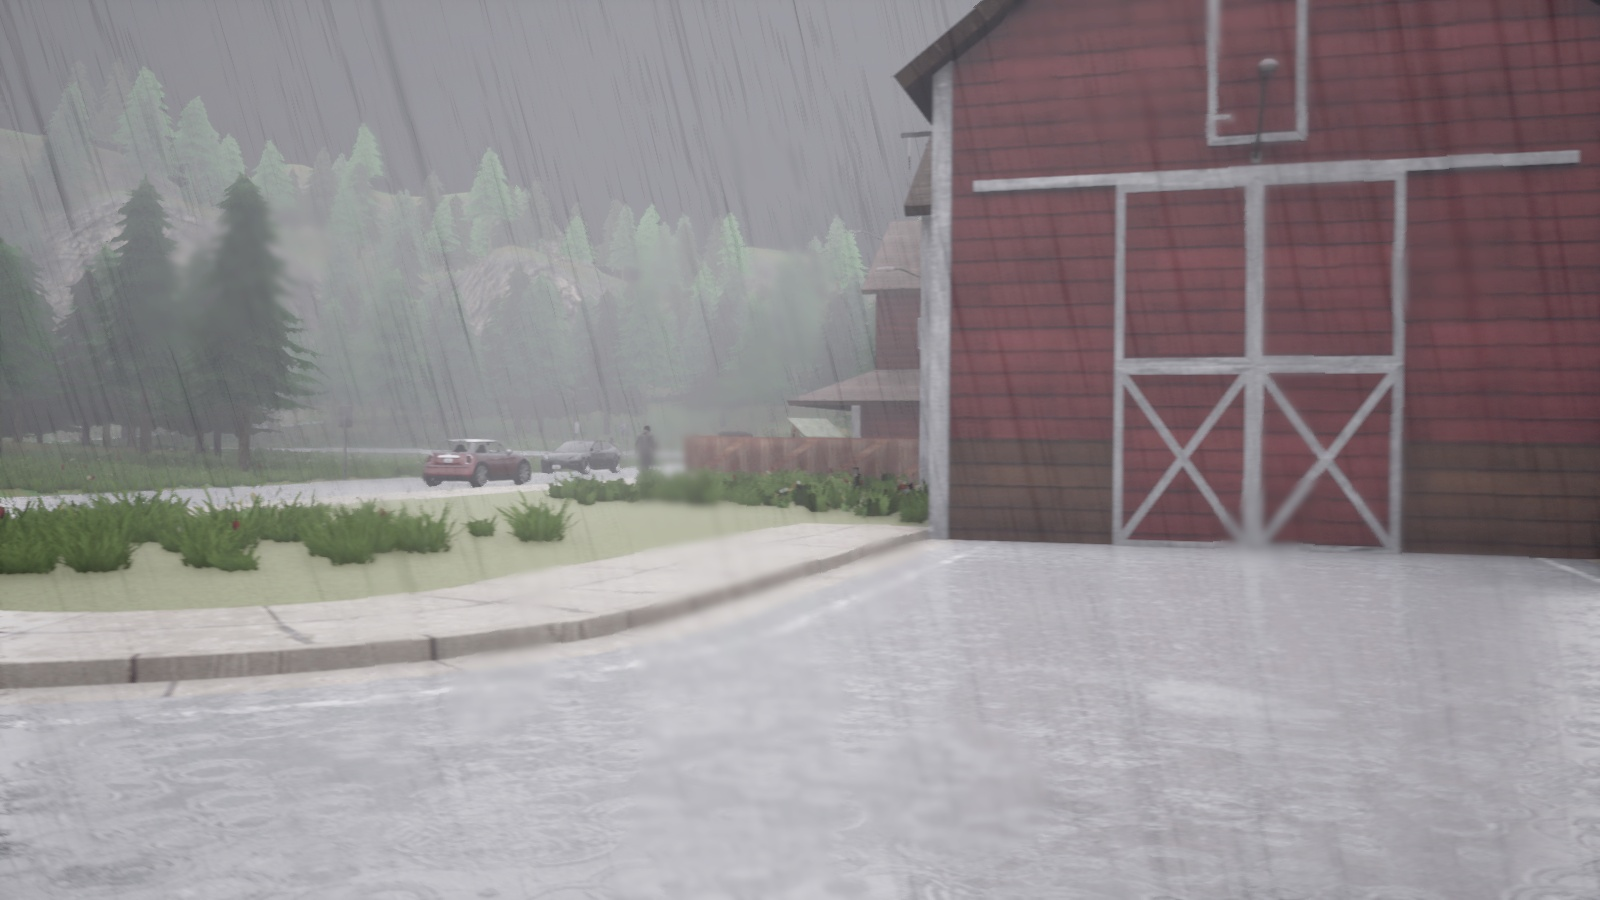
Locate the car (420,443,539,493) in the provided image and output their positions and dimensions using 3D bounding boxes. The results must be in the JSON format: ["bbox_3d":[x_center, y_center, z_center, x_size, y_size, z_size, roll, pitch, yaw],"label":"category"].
[{"bbox_3d":[-10.094,0.533,39.833,1.970,1.475,3.806,0,0,17],"label":"car"}]

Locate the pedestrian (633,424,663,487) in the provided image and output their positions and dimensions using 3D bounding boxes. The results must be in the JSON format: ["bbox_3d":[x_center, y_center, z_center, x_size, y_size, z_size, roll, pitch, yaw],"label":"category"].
[{"bbox_3d":[-4.790,0.172,39.613,0.659,1.952,0.873,0,0,14],"label":"pedestrian"}]

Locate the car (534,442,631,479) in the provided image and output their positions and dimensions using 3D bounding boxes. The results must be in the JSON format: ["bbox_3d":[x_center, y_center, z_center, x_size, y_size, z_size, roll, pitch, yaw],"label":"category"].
[{"bbox_3d":[-9.328,0.440,54.214,2.163,1.488,4.792,0,0,17],"label":"car"}]
